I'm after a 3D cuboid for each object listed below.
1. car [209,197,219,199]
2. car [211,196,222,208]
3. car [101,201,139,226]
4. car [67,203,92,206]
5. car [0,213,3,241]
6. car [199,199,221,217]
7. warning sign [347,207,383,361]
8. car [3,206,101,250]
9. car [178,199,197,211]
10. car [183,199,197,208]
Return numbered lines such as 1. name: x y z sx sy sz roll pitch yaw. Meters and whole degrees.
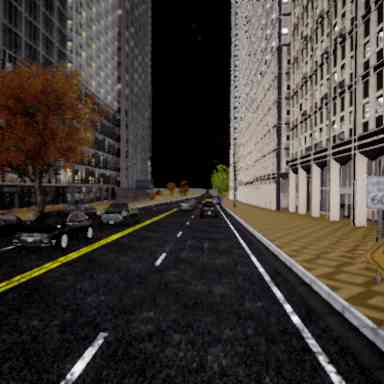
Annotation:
1. car: 2.477 1.860 47.673 1.882 1.535 5.008 1 0 4
2. car: 4.207 1.709 59.684 2.150 2.045 5.566 1 0 3
3. car: -5.351 1.492 24.836 2.097 1.767 4.553 1 0 3
4. car: -8.605 1.602 24.875 2.128 1.511 4.902 1 0 3
5. car: -9.136 1.631 14.940 1.895 1.301 4.718 1 0 3
6. car: 1.804 1.783 34.545 1.837 1.490 4.892 1 -1 3
7. warning sign: 3.061 1.180 4.615 1.300 1.860 1.060 2 1 3
8. car: -5.890 1.564 14.773 1.837 1.490 4.892 1 0 3
9. car: -0.817 1.829 45.782 2.128 1.511 4.902 1 -1 3
10. car: -0.281 1.908 56.003 2.128 1.511 4.902 1 0 3
